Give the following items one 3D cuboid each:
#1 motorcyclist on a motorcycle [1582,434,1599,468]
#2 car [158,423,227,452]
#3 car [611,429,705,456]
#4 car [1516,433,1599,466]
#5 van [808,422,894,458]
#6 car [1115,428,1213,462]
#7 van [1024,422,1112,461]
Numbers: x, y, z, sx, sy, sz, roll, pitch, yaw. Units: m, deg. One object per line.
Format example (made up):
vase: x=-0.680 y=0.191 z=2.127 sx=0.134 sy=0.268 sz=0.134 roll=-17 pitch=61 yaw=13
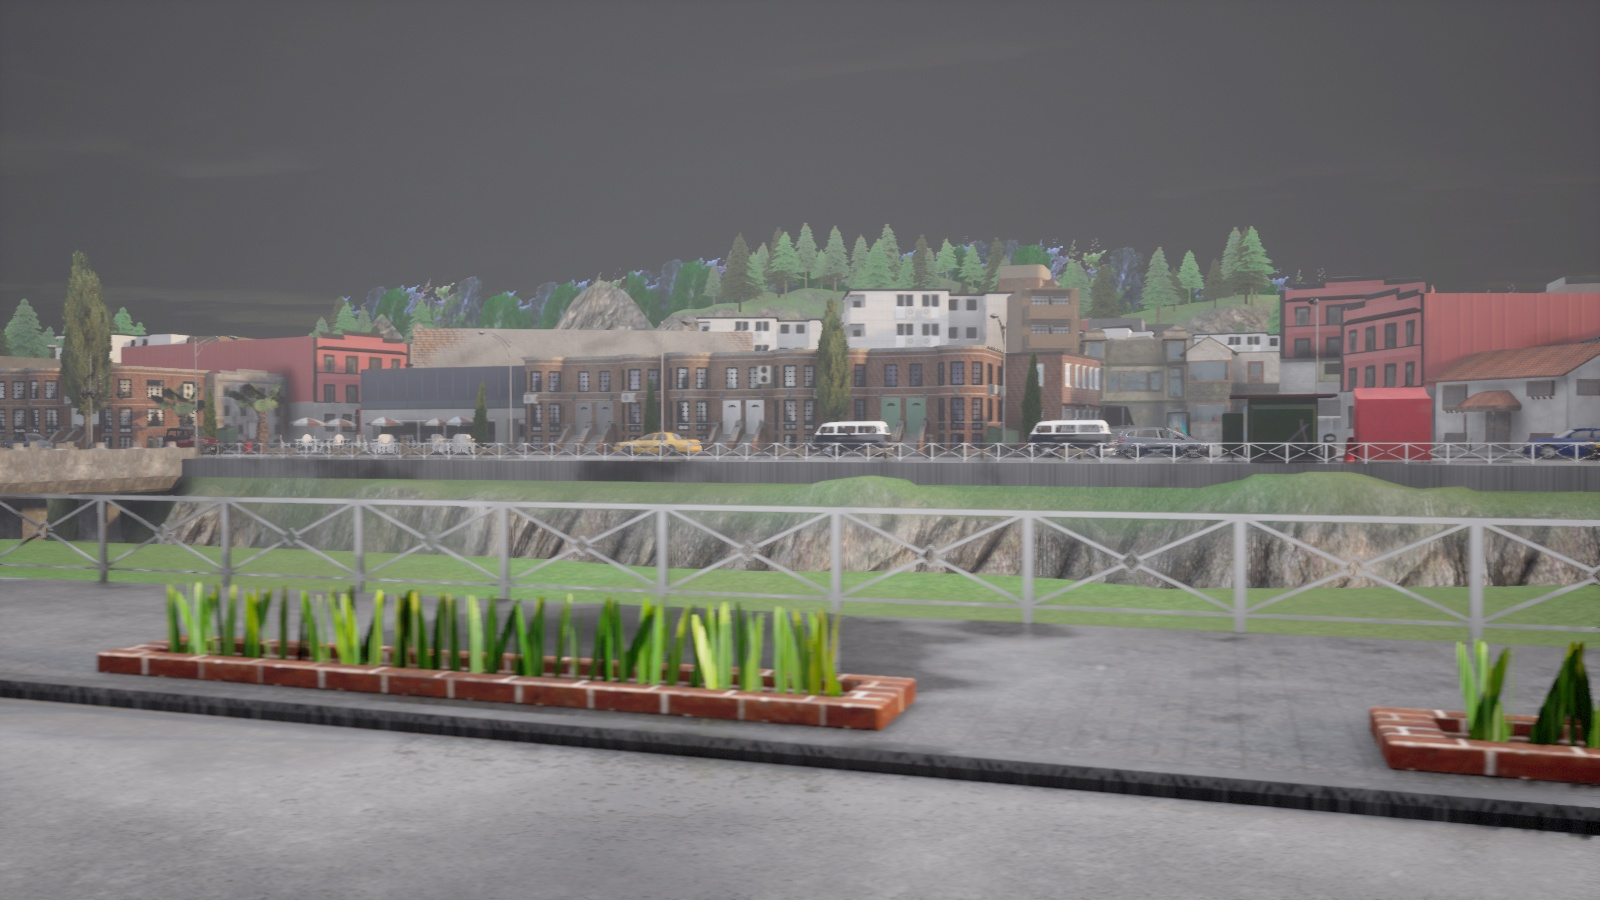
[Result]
motorcyclist on a motorcycle: x=36.513 y=0.041 z=56.536 sx=2.044 sy=1.523 sz=0.797 roll=1 pitch=1 yaw=19
car: x=-39.744 y=-0.843 z=82.164 sx=3.866 sy=1.878 sz=1.905 roll=1 pitch=1 yaw=19
car: x=-8.592 y=-0.483 z=75.915 sx=5.366 sy=1.575 sz=1.801 roll=1 pitch=1 yaw=19
car: x=37.494 y=-0.022 z=60.427 sx=5.008 sy=1.535 sz=1.882 roll=1 pitch=1 yaw=19
van: x=2.930 y=-0.593 z=72.038 sx=4.480 sy=2.038 sz=2.069 roll=1 pitch=1 yaw=19
car: x=18.181 y=-0.265 z=62.696 sx=4.611 sy=1.667 sz=2.242 roll=1 pitch=1 yaw=19
van: x=14.555 y=-0.486 z=68.131 sx=4.480 sy=2.038 sz=2.069 roll=1 pitch=1 yaw=19
